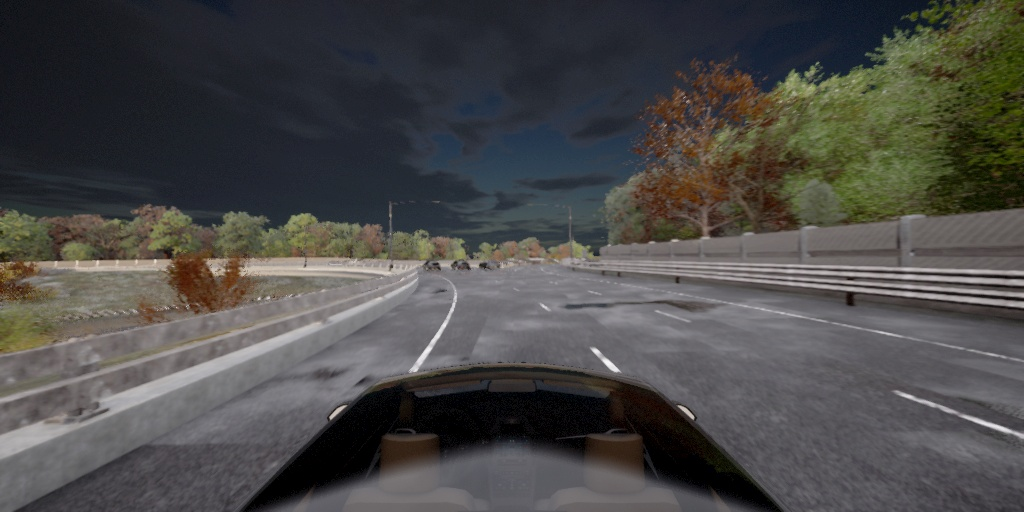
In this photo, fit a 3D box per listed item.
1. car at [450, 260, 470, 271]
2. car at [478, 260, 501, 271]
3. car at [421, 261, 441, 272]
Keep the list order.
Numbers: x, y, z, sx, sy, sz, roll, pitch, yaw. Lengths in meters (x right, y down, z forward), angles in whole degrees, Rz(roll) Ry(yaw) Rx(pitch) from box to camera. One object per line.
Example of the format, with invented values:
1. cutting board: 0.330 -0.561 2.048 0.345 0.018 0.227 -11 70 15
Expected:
1. car: -7.352 1.335 50.435 1.837 1.490 4.892 -1 0 -25
2. car: -3.193 1.230 49.778 2.128 1.511 4.902 -1 0 -25
3. car: -11.554 1.425 51.082 1.837 1.490 4.892 0 0 -27
